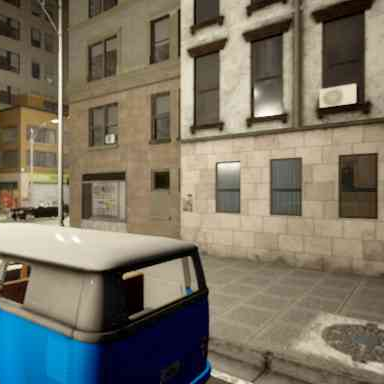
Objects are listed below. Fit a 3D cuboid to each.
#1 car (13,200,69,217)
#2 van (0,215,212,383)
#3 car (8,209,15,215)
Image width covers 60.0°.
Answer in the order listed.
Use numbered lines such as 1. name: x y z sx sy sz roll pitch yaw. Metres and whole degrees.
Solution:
1. car: -11.542 1.414 25.636 2.128 1.511 4.902 0 0 35
2. van: -1.710 1.341 3.988 3.998 1.788 1.690 0 0 35
3. car: -6.247 1.313 7.118 5.009 1.841 2.192 0 0 35
